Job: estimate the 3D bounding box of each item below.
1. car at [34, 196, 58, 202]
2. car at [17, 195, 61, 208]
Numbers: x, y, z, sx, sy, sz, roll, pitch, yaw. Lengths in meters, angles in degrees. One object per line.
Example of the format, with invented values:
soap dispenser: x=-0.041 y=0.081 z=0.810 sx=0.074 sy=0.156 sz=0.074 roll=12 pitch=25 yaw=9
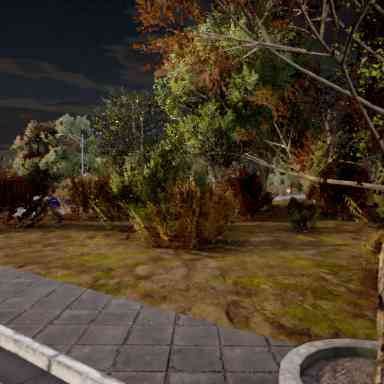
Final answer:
car: x=-17.525 y=1.265 z=41.277 sx=1.882 sy=1.535 sz=5.008 roll=0 pitch=0 yaw=32
car: x=-20.040 y=1.242 z=43.853 sx=1.882 sy=1.535 sz=5.008 roll=0 pitch=0 yaw=32
